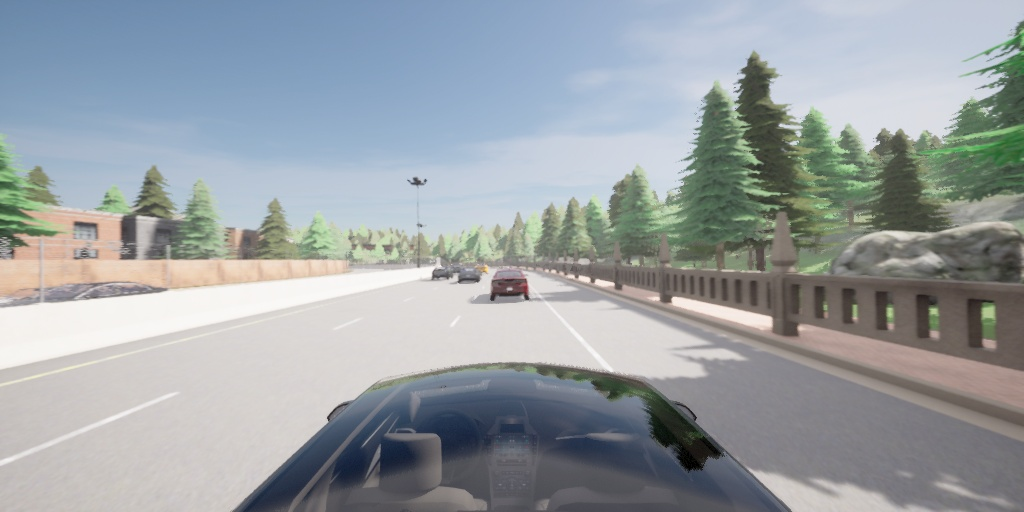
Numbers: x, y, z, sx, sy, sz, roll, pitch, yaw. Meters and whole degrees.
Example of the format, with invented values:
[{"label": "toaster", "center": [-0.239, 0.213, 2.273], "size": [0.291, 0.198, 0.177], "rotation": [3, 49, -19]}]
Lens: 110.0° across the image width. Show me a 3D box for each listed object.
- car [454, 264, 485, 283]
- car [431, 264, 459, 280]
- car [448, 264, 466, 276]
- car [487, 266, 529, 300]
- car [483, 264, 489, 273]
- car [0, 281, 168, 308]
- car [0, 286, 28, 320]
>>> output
[{"label": "car", "center": [-3.888, 1.746, 33.523], "size": [1.994, 1.385, 4.181], "rotation": [-1, -1, -1]}, {"label": "car", "center": [-7.479, 1.805, 38.909], "size": [2.128, 1.511, 4.902], "rotation": [-1, -1, -1]}, {"label": "car", "center": [-7.884, 1.960, 51.986], "size": [2.128, 1.511, 4.902], "rotation": [-1, -1, -4]}, {"label": "car", "center": [-0.152, 1.428, 19.313], "size": [1.882, 1.535, 5.008], "rotation": [-1, -1, -1]}, {"label": "car", "center": [-4.380, 1.873, 51.593], "size": [1.882, 1.535, 5.008], "rotation": [-1, -1, -4]}, {"label": "car", "center": [-14.227, 1.634, 12.020], "size": [2.128, 1.511, 4.902], "rotation": [-1, -1, -1]}, {"label": "car", "center": [-21.236, 1.887, 12.675], "size": [1.895, 1.301, 4.718], "rotation": [-1, -1, -1]}]
